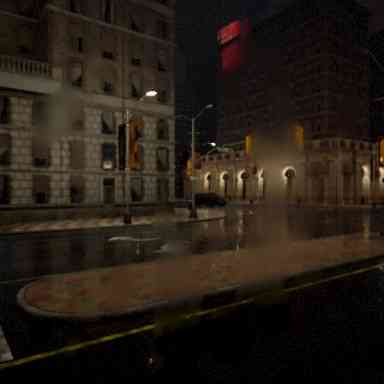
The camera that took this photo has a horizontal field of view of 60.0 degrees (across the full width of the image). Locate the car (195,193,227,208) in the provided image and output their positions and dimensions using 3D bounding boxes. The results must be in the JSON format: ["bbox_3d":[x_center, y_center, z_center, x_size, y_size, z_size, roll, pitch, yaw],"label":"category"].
[{"bbox_3d":[2.631,1.134,48.213,2.150,2.045,5.566,0,0,-35],"label":"car"}]
